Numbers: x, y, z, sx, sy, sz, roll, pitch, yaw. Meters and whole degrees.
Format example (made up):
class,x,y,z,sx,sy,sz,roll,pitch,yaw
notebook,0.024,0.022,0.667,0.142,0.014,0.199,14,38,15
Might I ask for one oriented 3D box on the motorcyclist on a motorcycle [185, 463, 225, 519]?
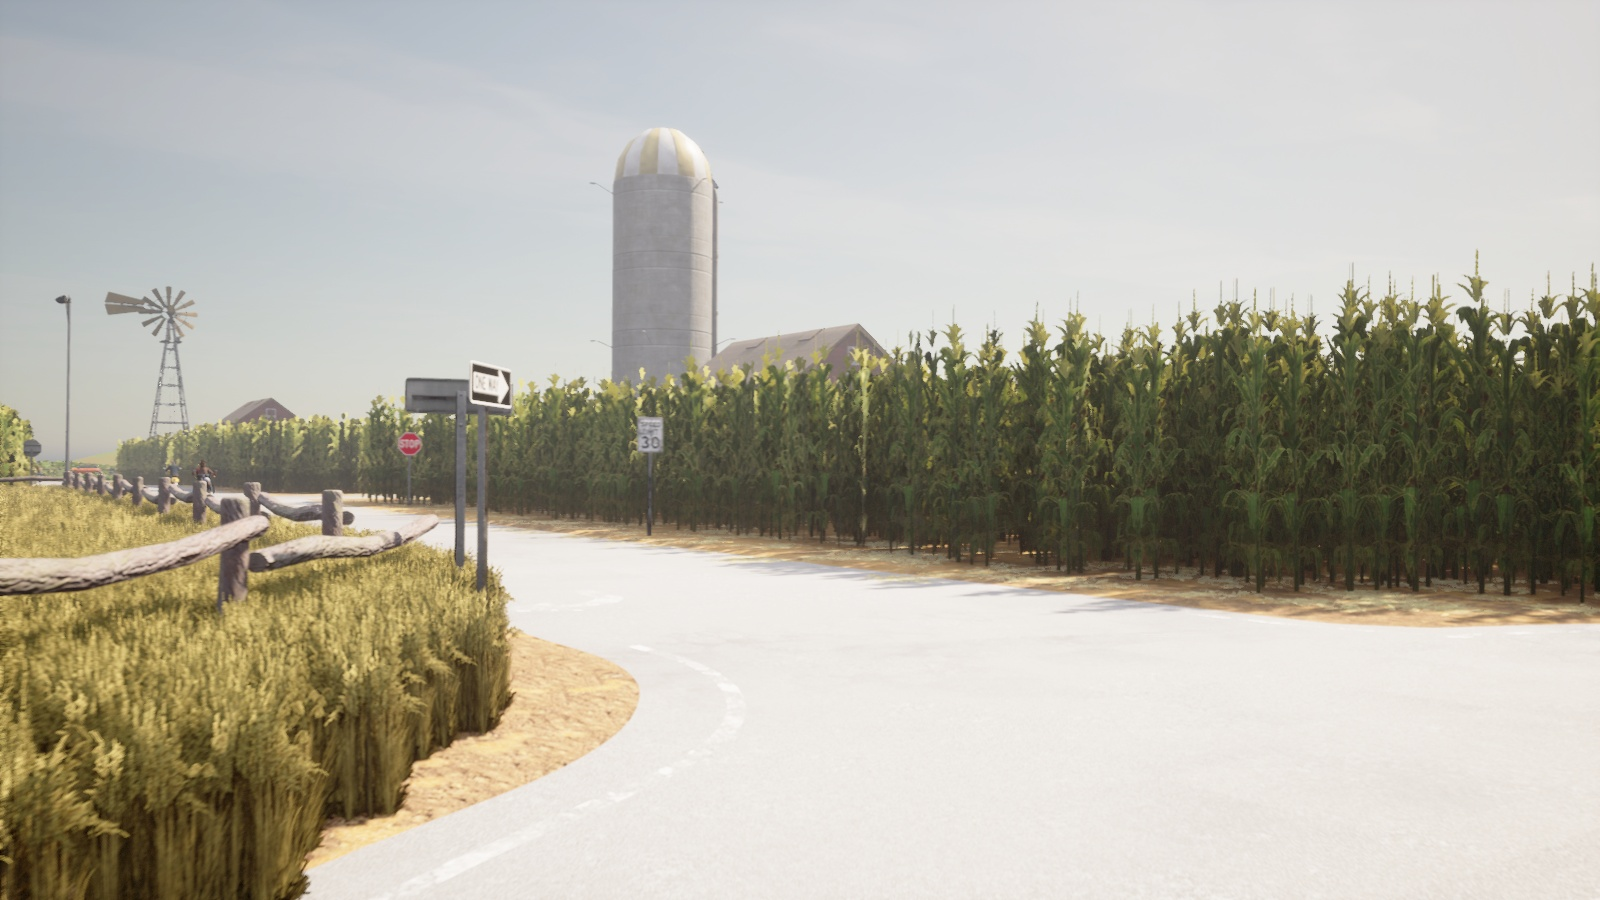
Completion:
class,x,y,z,sx,sy,sz,roll,pitch,yaw
motorcyclist on a motorcycle,-18.515,1.251,39.043,0.766,1.649,2.350,0,0,-34
